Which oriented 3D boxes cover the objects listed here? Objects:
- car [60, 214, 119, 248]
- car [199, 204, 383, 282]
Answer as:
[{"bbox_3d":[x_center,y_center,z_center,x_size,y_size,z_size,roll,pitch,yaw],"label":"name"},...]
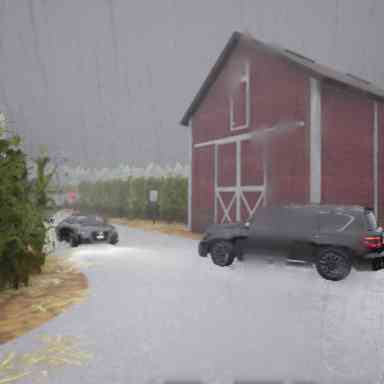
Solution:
[{"bbox_3d":[-5.033,1.740,15.841,1.994,1.385,4.181,1,-1,-35],"label":"car"},{"bbox_3d":[2.954,1.438,10.501,5.566,2.045,2.150,0,2,30],"label":"car"}]
